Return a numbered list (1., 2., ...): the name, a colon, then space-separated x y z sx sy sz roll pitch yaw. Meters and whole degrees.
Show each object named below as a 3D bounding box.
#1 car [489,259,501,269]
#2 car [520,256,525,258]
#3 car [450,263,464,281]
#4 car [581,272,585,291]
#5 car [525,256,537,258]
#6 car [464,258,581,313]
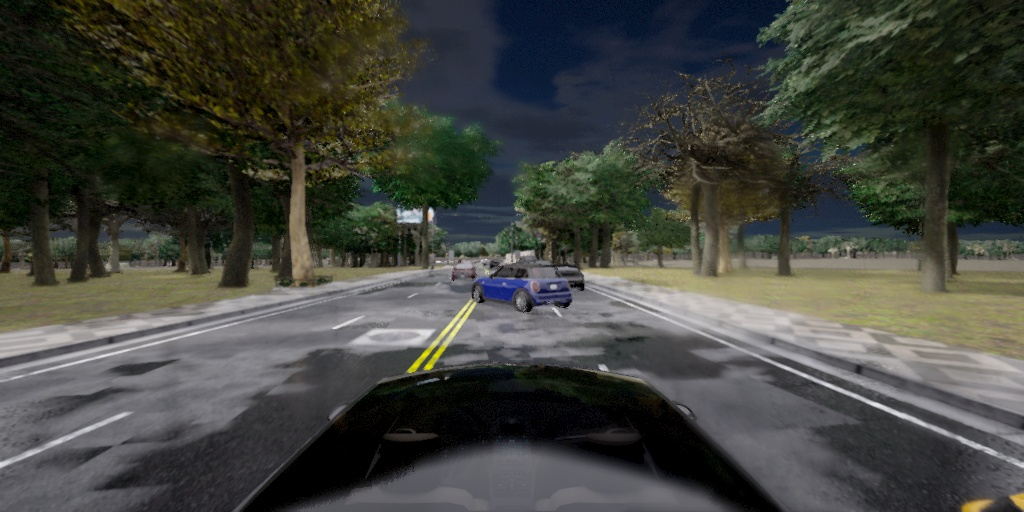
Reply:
1. car: -2.896 1.371 60.435 1.837 1.490 4.892 0 0 -6
2. car: 1.837 0.998 43.636 2.150 2.045 5.566 0 0 -7
3. car: -3.884 1.273 29.722 1.812 1.442 4.674 0 0 -3
4. car: 3.063 1.238 21.406 1.837 1.490 4.892 0 0 -2
5. car: 2.618 1.098 32.484 2.097 1.767 4.553 0 0 -3
6. car: 0.216 1.088 14.216 2.097 1.767 4.553 0 0 -36
